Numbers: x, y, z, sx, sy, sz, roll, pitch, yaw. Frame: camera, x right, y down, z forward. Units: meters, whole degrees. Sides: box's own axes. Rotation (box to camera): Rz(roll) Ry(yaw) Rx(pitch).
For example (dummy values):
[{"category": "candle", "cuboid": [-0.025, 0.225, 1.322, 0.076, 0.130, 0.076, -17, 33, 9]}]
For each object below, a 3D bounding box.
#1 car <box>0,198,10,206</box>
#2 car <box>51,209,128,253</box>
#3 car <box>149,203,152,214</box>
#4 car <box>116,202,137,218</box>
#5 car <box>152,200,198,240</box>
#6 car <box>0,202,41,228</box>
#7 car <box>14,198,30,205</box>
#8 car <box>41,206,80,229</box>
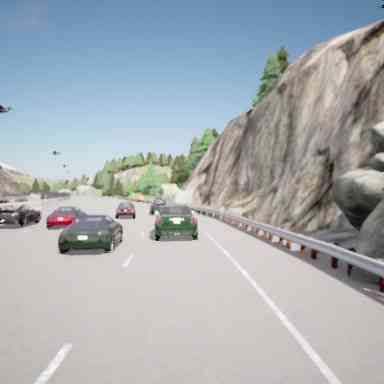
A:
[{"category": "car", "cuboid": [-37.236, 1.941, 65.317, 1.895, 1.301, 4.718, 0, 0, -18]}, {"category": "car", "cuboid": [-4.087, 1.631, 14.016, 1.994, 1.385, 4.181, 0, 0, -4]}, {"category": "car", "cuboid": [-3.603, 1.647, 36.289, 2.128, 1.511, 4.902, 0, 0, -11]}, {"category": "car", "cuboid": [-6.297, 1.691, 31.820, 2.033, 1.411, 5.357, 0, 0, -10]}, {"category": "car", "cuboid": [-0.905, 1.426, 17.648, 2.097, 1.767, 4.553, 0, 0, -5]}, {"category": "car", "cuboid": [-12.096, 1.615, 23.295, 2.128, 1.511, 4.902, 0, 0, -7]}, {"category": "car", "cuboid": [-34.042, 1.884, 66.816, 2.033, 1.411, 5.357, 0, 0, -18]}, {"category": "car", "cuboid": [-8.548, 1.677, 23.005, 1.994, 1.385, 4.181, 0, 0, -7]}]
